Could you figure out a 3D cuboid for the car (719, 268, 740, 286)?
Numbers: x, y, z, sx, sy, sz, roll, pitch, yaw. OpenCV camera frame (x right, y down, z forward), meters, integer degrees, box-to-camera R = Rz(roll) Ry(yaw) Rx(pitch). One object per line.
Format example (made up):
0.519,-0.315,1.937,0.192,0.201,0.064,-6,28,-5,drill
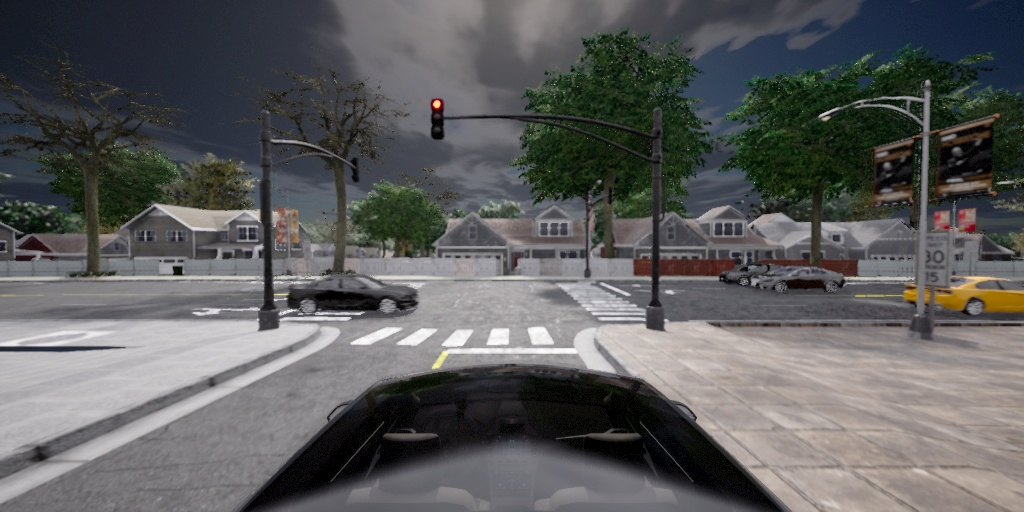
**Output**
16.800,1.289,24.502,4.892,1.490,1.837,0,2,0,car

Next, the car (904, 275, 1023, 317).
19.186,1.565,14.659,5.008,1.535,1.882,0,2,0,car

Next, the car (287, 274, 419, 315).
-6.360,1.507,14.625,5.008,1.535,1.882,0,2,0,car

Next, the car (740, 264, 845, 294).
16.791,1.366,21.253,4.902,1.511,2.128,0,2,0,car
